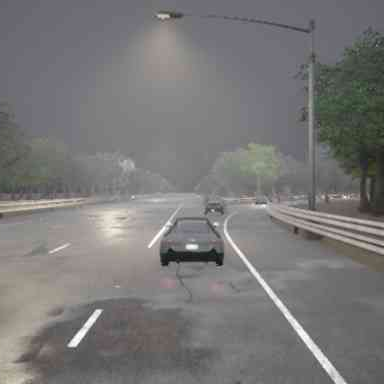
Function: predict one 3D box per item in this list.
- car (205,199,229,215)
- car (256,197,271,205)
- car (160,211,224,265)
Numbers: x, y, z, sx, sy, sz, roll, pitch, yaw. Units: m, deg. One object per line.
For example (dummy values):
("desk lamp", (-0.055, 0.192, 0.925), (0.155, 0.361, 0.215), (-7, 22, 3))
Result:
("car", (2.552, 1.486, 33.782), (1.837, 1.490, 4.892), (-1, 0, 14))
("car", (12.732, 1.517, 58.101), (1.994, 1.385, 4.181), (0, 0, 31))
("car", (0.012, 1.560, 11.648), (1.994, 1.385, 4.181), (0, 0, 0))
